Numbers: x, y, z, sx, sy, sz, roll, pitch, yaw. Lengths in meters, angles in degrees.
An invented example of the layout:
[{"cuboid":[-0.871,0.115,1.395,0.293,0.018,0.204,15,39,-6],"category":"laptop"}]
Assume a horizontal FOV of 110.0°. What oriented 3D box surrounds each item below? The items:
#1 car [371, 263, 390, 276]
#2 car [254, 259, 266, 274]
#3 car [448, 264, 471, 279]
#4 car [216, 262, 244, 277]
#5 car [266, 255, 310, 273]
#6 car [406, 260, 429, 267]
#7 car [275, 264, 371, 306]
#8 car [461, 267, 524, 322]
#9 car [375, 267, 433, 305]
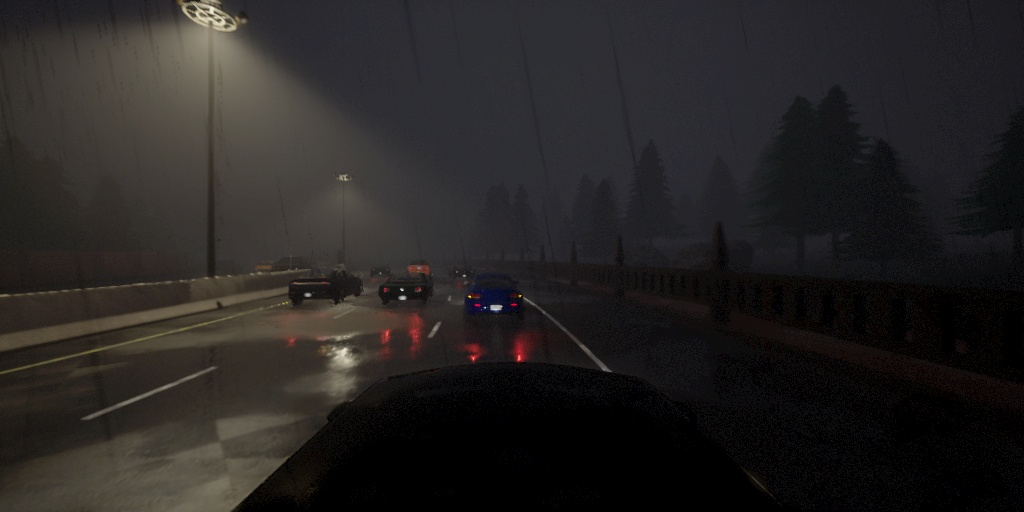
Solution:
[{"cuboid":[-13.795,1.413,37.564,1.895,1.301,4.718,0,0,-20],"category":"car"},{"cuboid":[-25.297,1.334,37.437,1.882,1.535,5.008,0,0,-24],"category":"car"},{"cuboid":[-4.640,1.376,32.324,1.895,1.301,4.718,0,0,-17],"category":"car"},{"cuboid":[-28.413,1.360,35.843,2.128,1.511,4.902,0,0,-24],"category":"car"},{"cuboid":[-19.260,1.055,31.517,2.150,2.045,5.566,0,0,-19],"category":"car"},{"cuboid":[-9.032,1.145,34.453,2.097,1.767,4.553,0,0,-18],"category":"car"},{"cuboid":[-8.207,1.277,16.192,2.128,1.511,4.902,0,0,-8],"category":"car"},{"cuboid":[-0.685,1.281,12.329,1.812,1.442,4.674,0,0,-6],"category":"car"},{"cuboid":[-4.661,1.372,16.431,1.895,1.301,4.718,0,0,-8],"category":"car"}]
